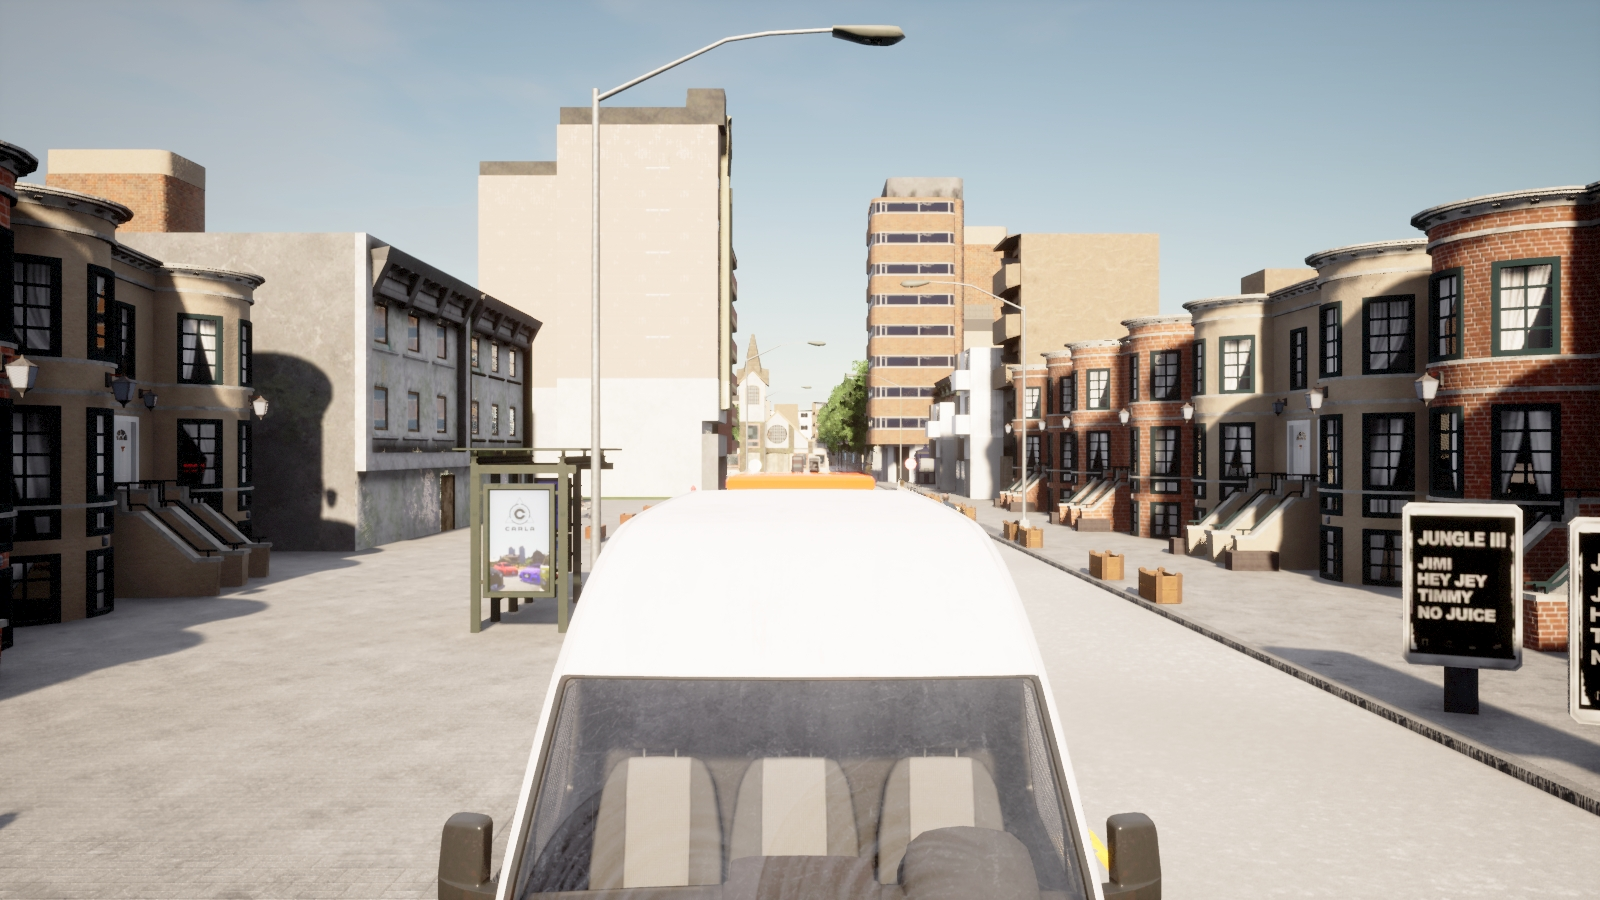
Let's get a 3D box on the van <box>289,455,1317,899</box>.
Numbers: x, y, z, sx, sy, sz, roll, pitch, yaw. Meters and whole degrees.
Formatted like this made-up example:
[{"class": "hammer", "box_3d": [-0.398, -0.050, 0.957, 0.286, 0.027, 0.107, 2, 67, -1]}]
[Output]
[{"class": "van", "box_3d": [0.007, 1.317, 5.167, 1.988, 2.561, 5.915, 0, 0, 0]}]
